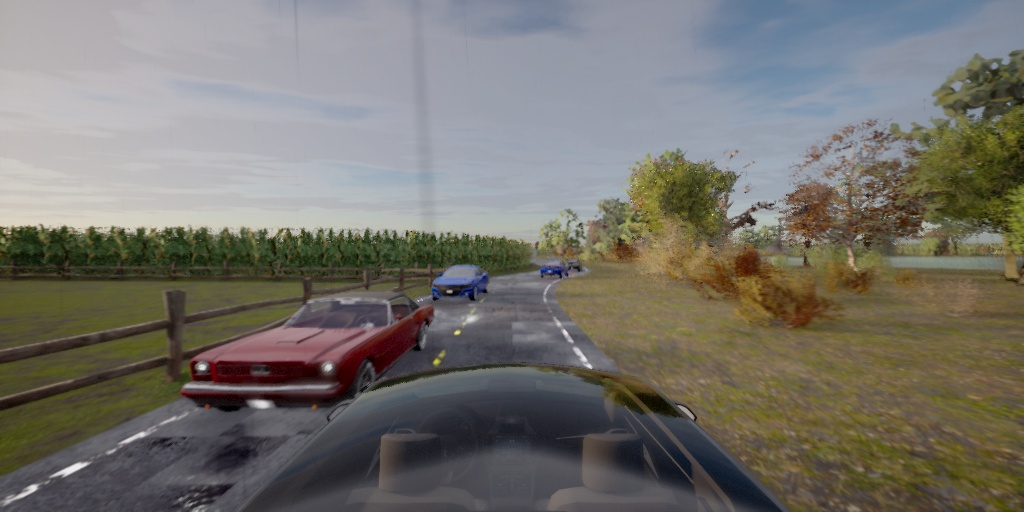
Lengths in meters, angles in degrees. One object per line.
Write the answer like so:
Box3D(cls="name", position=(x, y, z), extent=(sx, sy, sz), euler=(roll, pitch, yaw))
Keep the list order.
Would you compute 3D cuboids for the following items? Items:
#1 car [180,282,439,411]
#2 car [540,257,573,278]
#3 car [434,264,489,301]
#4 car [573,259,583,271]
Box3D(cls="car", position=(-2.774, 1.339, 6.208), extent=(1.895, 1.301, 4.718), euler=(0, 0, 1))
Box3D(cls="car", position=(3.932, 1.112, 32.304), extent=(1.882, 1.535, 5.008), euler=(0, 0, 19))
Box3D(cls="car", position=(-2.320, 1.171, 17.225), extent=(1.882, 1.535, 5.008), euler=(0, 1, 6))
Box3D(cls="car", position=(7.604, 1.094, 44.047), extent=(1.837, 1.490, 4.892), euler=(0, 1, 15))
